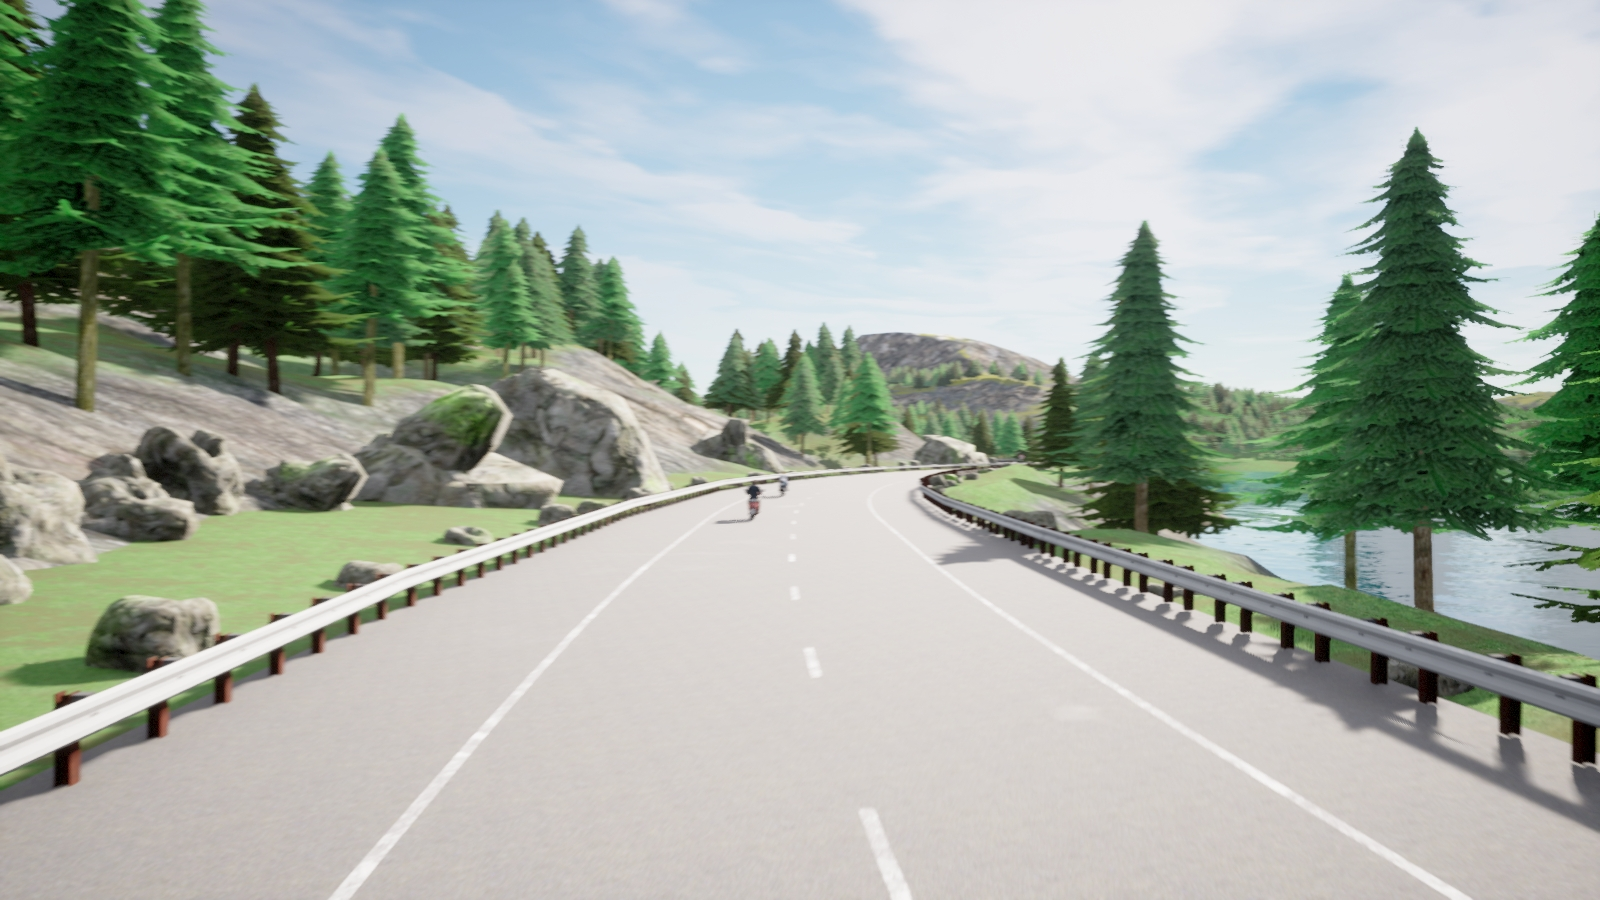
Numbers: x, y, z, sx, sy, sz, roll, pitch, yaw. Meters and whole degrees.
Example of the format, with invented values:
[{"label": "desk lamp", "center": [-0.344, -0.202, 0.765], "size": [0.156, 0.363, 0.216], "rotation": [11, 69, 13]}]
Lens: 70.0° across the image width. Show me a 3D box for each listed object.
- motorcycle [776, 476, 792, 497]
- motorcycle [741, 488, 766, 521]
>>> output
[{"label": "motorcycle", "center": [-0.967, 2.176, 68.601], "size": [0.803, 1.217, 2.033], "rotation": [0, 0, 4]}, {"label": "motorcycle", "center": [-1.857, 2.178, 45.908], "size": [0.856, 1.236, 1.805], "rotation": [1, 0, 1]}]
